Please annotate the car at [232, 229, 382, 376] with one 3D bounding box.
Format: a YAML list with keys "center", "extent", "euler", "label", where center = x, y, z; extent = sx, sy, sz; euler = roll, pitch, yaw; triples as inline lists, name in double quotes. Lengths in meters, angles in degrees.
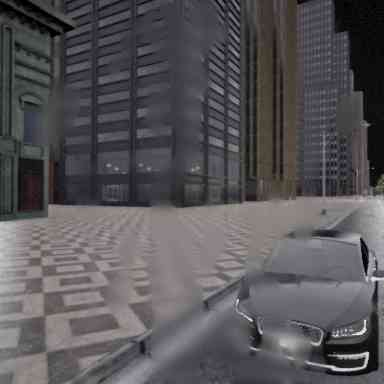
- center: [2.279, 1.506, 5.950]
  extent: [1.837, 1.490, 4.892]
  euler: [0, 0, 29]
  label: "car"
